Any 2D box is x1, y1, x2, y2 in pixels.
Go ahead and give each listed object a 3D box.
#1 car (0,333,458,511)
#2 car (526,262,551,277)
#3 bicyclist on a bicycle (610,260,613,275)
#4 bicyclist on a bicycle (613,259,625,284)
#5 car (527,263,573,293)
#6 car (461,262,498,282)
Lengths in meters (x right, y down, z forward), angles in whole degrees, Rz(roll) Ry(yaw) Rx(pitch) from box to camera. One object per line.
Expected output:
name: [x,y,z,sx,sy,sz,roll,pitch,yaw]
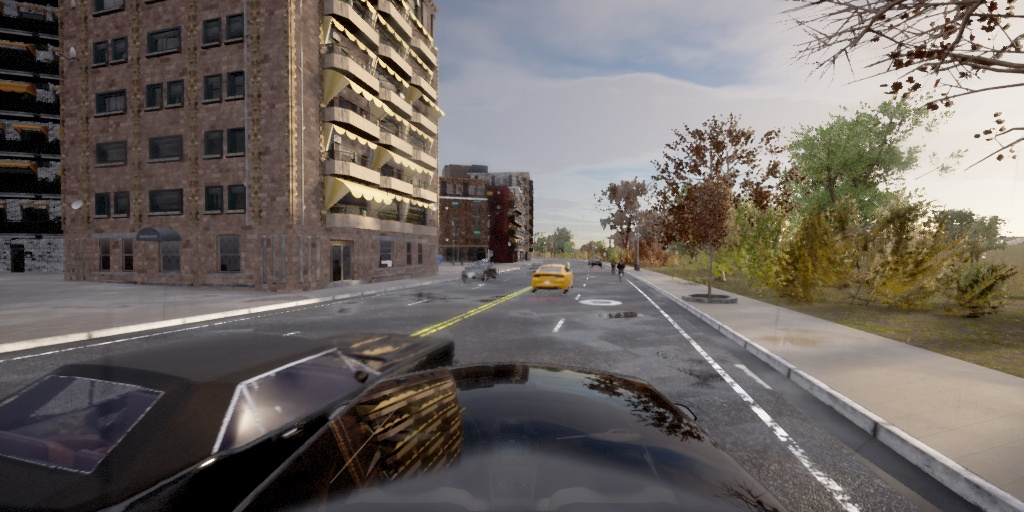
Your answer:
car: [-2.201,1.351,3.118,1.895,1.301,4.718,0,0,16]
car: [2.755,1.343,36.925,1.895,1.301,4.718,0,0,13]
bicyclist on a bicycle: [10.395,1.190,36.774,0.582,1.620,1.656,0,0,13]
bicyclist on a bicycle: [7.900,1.112,26.006,0.659,1.776,1.843,0,0,14]
car: [2.428,1.223,20.680,1.882,1.535,5.008,0,0,14]
car: [-2.503,1.239,28.676,2.128,1.511,4.902,0,0,13]
